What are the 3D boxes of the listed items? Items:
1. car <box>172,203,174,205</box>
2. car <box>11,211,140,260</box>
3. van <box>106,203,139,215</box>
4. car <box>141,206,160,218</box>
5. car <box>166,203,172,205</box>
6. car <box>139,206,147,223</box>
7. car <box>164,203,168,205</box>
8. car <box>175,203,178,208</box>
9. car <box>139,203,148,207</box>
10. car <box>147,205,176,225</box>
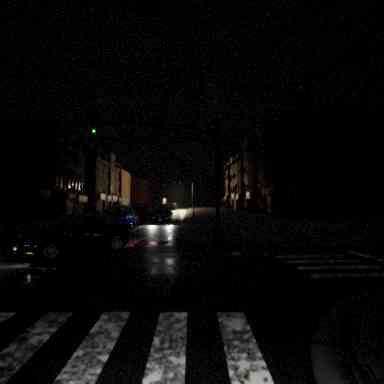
[{"bbox_3d":[-5.458,3.287,70.077,1.967,1.590,4.097,1,-2,0],"label":"car"},{"bbox_3d":[-4.796,1.822,13.824,1.837,1.490,4.892,4,2,40],"label":"car"},{"bbox_3d":[-5.373,1.859,24.761,1.690,1.788,3.998,2,-2,0],"label":"van"},{"bbox_3d":[-5.412,2.585,43.634,1.887,1.381,4.507,2,-2,0],"label":"car"},{"bbox_3d":[-5.451,3.223,64.786,1.887,1.381,4.507,1,-2,0],"label":"car"},{"bbox_3d":[-5.385,2.158,28.074,2.008,1.369,4.403,2,-2,0],"label":"car"},{"bbox_3d":[-5.433,2.934,54.210,1.802,1.307,4.206,2,-2,0],"label":"car"},{"bbox_3d":[-5.489,3.925,85.936,2.008,1.369,4.403,1,-2,0],"label":"car"},{"bbox_3d":[-5.387,2.058,33.064,2.192,1.841,5.009,2,-2,0],"label":"car"},{"bbox_3d":[-2.775,2.215,31.096,1.837,1.490,4.892,0,-1,0],"label":"car"}]
